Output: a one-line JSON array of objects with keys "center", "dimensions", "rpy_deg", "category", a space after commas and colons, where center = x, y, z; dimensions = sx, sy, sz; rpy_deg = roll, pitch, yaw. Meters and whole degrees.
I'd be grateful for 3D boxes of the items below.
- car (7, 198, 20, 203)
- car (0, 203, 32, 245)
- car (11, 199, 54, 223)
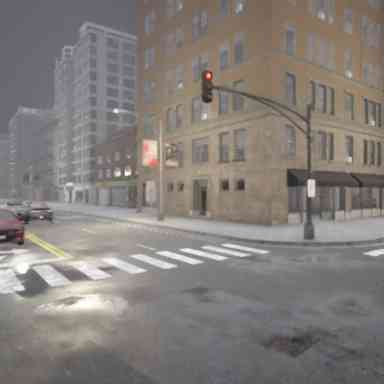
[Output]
[{"center": [-27.991, 1.671, 52.769], "dimensions": [2.033, 1.411, 5.357], "rpy_deg": [0, 0, -36], "category": "car"}, {"center": [-8.897, 1.493, 14.946], "dimensions": [1.882, 1.535, 5.008], "rpy_deg": [0, 0, -37], "category": "car"}, {"center": [-11.695, 1.519, 24.689], "dimensions": [2.128, 1.511, 4.902], "rpy_deg": [0, 0, -36], "category": "car"}]
